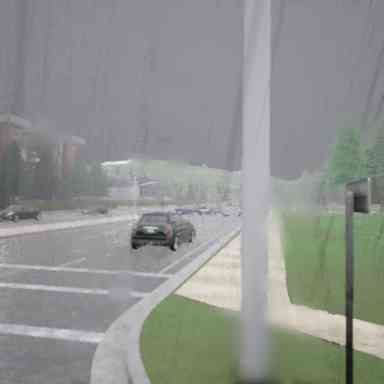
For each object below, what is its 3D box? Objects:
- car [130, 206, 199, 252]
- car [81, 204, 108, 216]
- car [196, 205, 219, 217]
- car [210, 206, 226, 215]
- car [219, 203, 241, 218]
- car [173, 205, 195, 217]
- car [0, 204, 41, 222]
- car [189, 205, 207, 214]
[{"bbox_3d":[-1.291,1.761,16.393,2.097,1.767,4.553,0,-2,13],"label":"car"},{"bbox_3d":[-13.473,2.485,46.157,2.128,1.511,4.902,0,-1,13],"label":"car"},{"bbox_3d":[2.263,2.733,47.035,2.128,1.511,4.902,0,-2,14],"label":"car"},{"bbox_3d":[4.532,3.074,56.954,2.033,1.411,5.357,0,-2,13],"label":"car"},{"bbox_3d":[5.557,2.477,45.763,2.150,2.045,5.566,0,-1,14],"label":"car"},{"bbox_3d":[-1.079,2.698,48.101,1.882,1.535,5.008,0,-2,14],"label":"car"},{"bbox_3d":[-16.767,1.942,32.171,2.097,1.767,4.553,0,-2,13],"label":"car"},{"bbox_3d":[1.124,3.046,57.751,2.033,1.411,5.357,0,-2,13],"label":"car"}]
